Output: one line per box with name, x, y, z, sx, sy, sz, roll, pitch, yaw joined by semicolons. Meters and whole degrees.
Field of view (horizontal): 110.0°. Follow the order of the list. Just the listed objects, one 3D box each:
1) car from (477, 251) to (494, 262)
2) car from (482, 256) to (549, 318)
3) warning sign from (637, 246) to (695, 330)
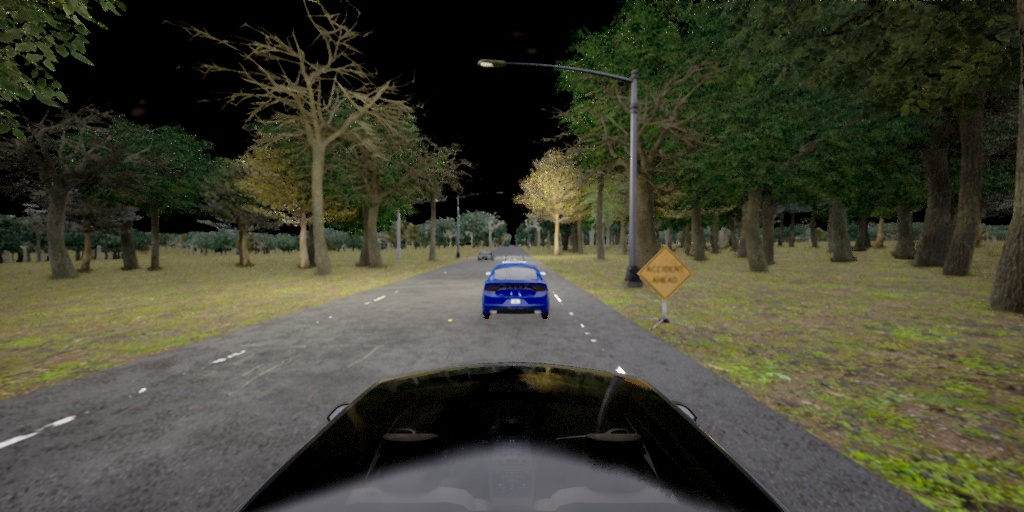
car;-3.366;0.013;46.237;1.994;1.385;4.181;0;2;0
car;0.119;0.956;11.764;1.882;1.535;5.008;0;2;1
warning sign;3.581;0.683;8.437;1.300;1.860;1.060;0;0;0
